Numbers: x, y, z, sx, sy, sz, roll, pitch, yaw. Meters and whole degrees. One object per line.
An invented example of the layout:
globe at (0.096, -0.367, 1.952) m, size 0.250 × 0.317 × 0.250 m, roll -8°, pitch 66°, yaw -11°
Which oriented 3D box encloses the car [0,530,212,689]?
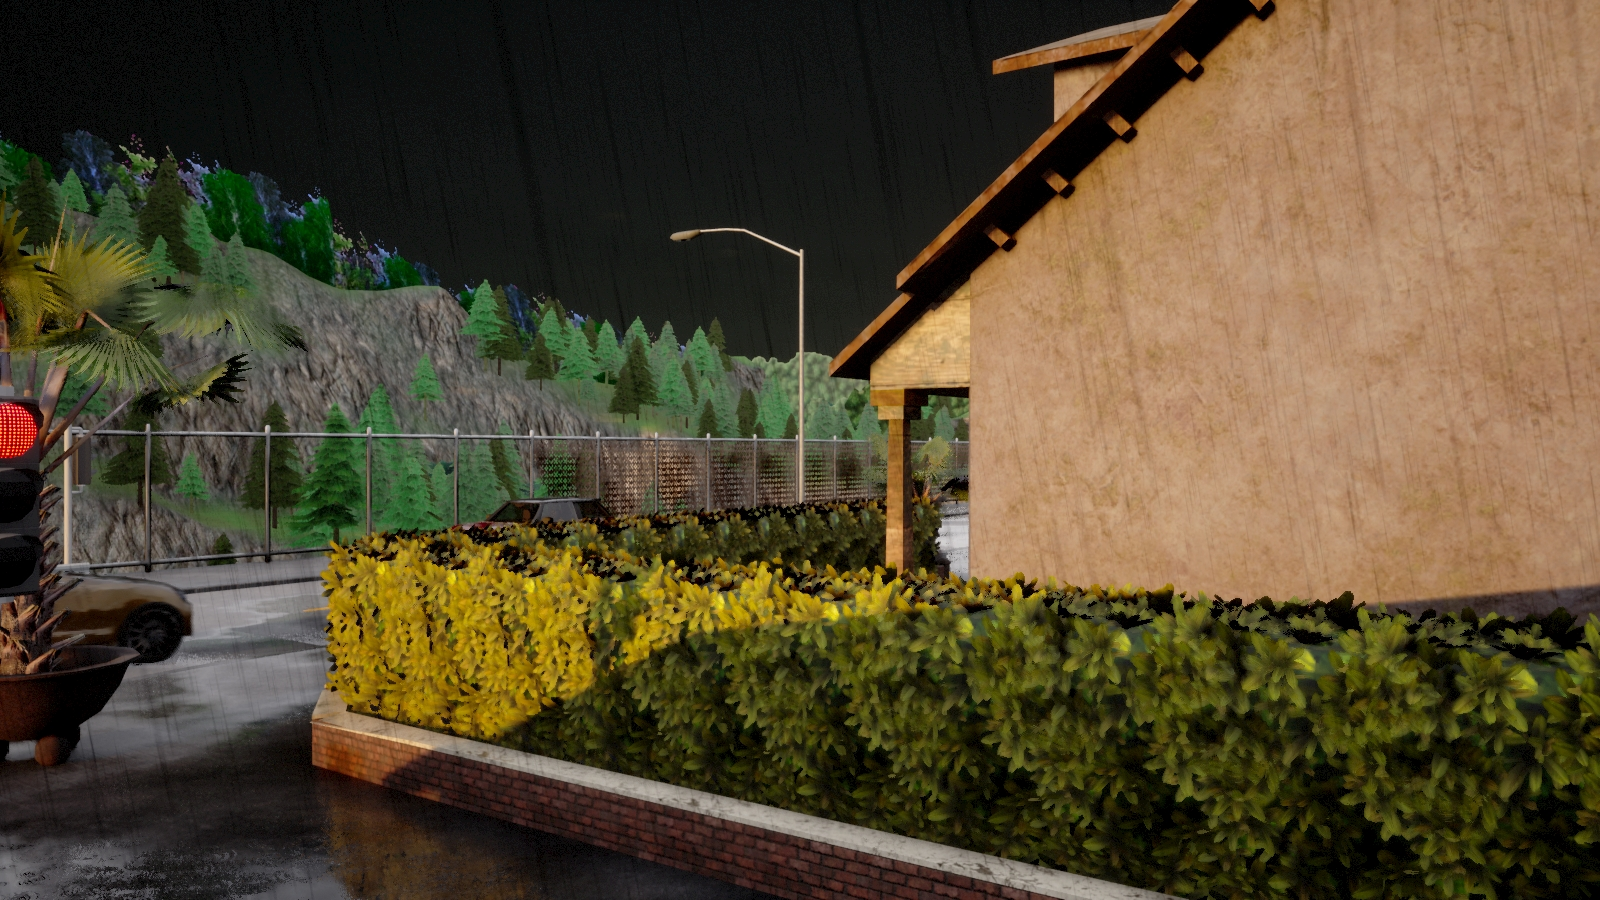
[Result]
car at (-10.313, 1.992, 14.088) m, size 2.152 × 1.651 × 5.027 m, roll 0°, pitch 0°, yaw 35°

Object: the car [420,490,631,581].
car at (-6.312, 1.906, 26.765) m, size 2.097 × 1.767 × 4.553 m, roll 0°, pitch 0°, yaw 35°
